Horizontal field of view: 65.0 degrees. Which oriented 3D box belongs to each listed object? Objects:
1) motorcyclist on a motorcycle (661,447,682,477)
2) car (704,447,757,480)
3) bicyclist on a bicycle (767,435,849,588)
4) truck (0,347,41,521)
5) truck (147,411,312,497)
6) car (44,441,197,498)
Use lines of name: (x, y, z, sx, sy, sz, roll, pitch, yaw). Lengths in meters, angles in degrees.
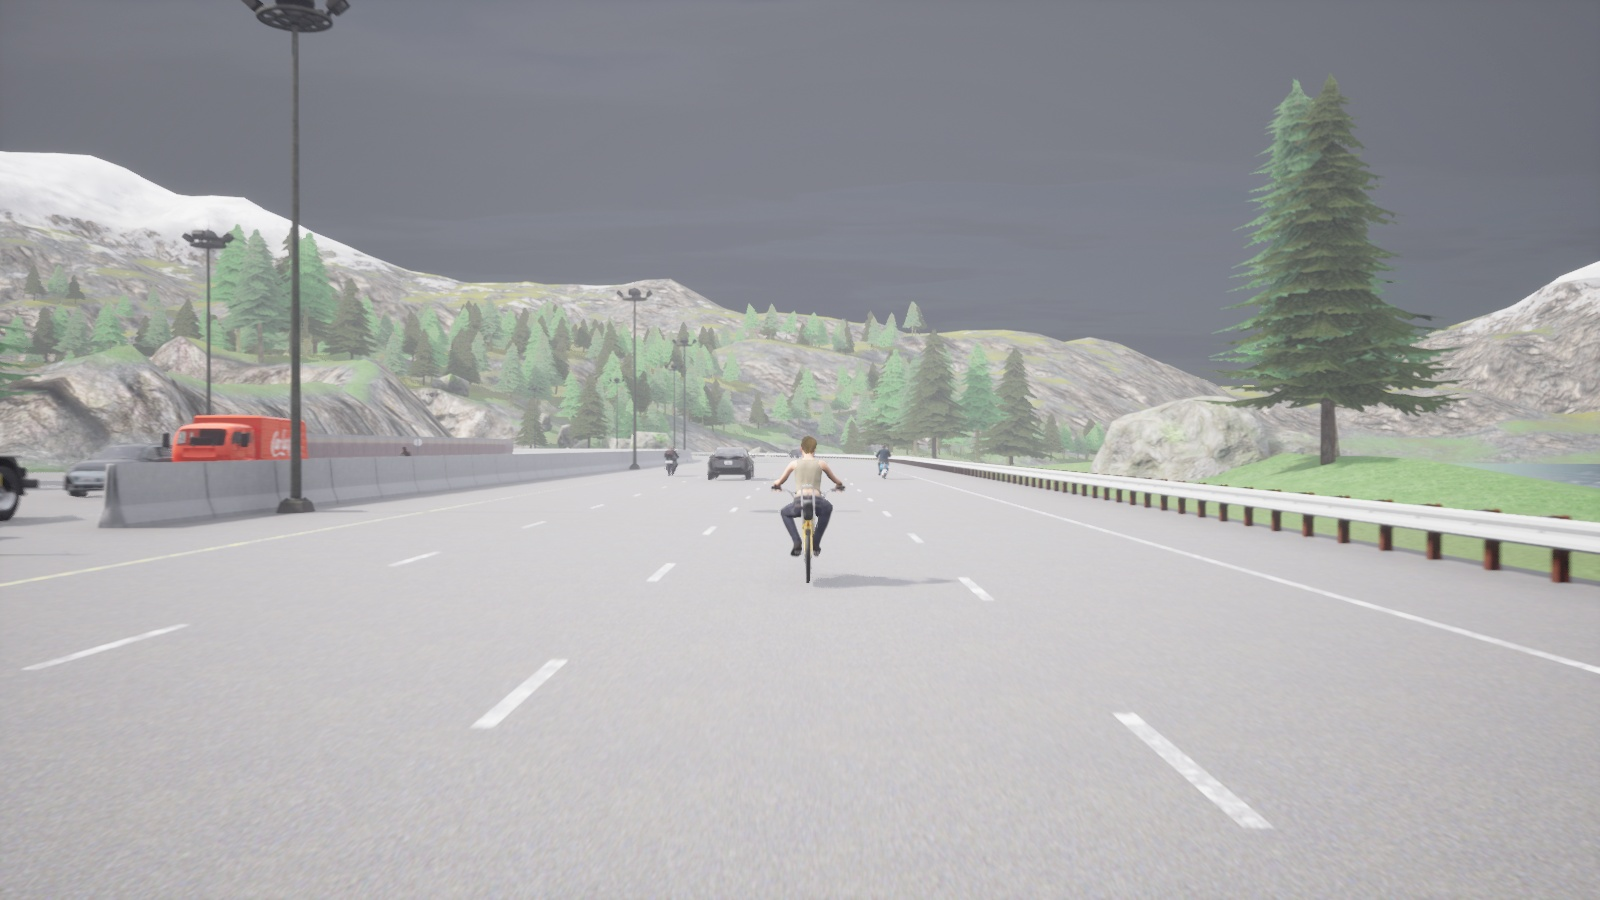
motorcyclist on a motorcycle: (-6.615, 0.601, 64.608, 0.866, 1.530, 2.191, 0, 0, 0)
car: (-3.153, 0.587, 57.957, 2.163, 1.488, 4.792, 0, 0, 0)
bicyclist on a bicycle: (0.091, 0.646, 14.000, 0.866, 1.612, 1.509, 0, 0, 1)
truck: (-17.343, -0.309, 22.273, 2.891, 3.462, 7.936, 0, 0, 1)
truck: (-17.264, 0.157, 38.352, 2.627, 2.467, 5.204, 0, -1, 0)
car: (-20.763, 0.555, 38.637, 2.033, 1.649, 4.856, 0, 0, 0)
